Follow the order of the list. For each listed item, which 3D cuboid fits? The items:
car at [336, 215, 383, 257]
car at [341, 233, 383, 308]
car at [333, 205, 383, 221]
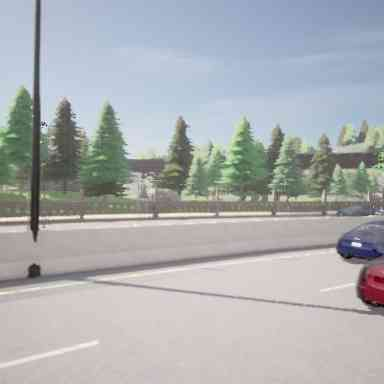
[{"bbox_3d":[7.140,1.708,11.796,4.181,1.385,1.994,1,0,-28],"label":"car"},{"bbox_3d":[5.344,1.660,6.853,4.181,1.385,1.994,1,0,-31],"label":"car"},{"bbox_3d":[15.408,1.907,30.712,4.181,1.385,1.994,1,0,-18],"label":"car"}]
